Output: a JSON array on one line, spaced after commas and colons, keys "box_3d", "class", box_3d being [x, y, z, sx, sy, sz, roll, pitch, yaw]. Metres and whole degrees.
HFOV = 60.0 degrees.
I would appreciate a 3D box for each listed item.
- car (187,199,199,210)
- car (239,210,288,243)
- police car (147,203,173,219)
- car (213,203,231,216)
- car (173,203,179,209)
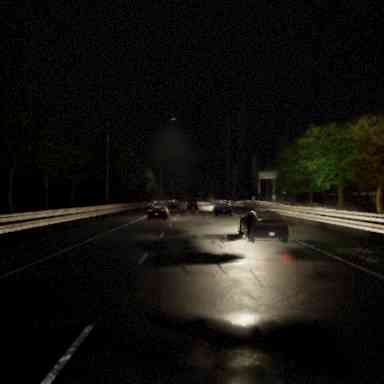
[{"box_3d": [0.131, 2.418, 57.387, 1.812, 1.442, 4.674, 0, -1, 0], "class": "car"}, {"box_3d": [3.610, 1.707, 17.423, 2.128, 1.511, 4.902, 0, -1, 0], "class": "car"}, {"box_3d": [-3.414, 2.008, 34.600, 2.038, 1.542, 4.974, 0, -1, 0], "class": "police car"}, {"box_3d": [3.623, 2.076, 40.222, 1.882, 1.535, 5.008, 0, -1, 0], "class": "car"}, {"box_3d": [-3.464, 2.650, 62.742, 1.895, 1.301, 4.718, 0, -1, 0], "class": "car"}]
